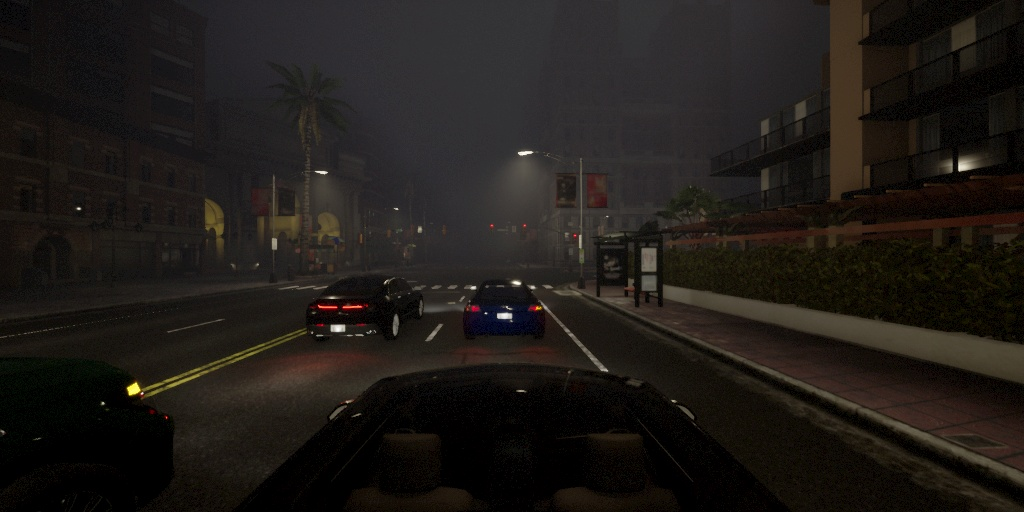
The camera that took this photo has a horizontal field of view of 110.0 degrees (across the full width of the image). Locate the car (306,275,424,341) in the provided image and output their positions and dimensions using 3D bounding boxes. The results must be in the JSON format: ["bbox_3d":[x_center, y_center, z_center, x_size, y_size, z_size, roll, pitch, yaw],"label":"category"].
[{"bbox_3d":[-3.724,1.255,9.871,1.837,1.490,4.892,0,0,-3],"label":"car"}]

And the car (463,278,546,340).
[{"bbox_3d":[-0.235,1.314,10.027,1.994,1.385,4.181,0,0,-2],"label":"car"}]
